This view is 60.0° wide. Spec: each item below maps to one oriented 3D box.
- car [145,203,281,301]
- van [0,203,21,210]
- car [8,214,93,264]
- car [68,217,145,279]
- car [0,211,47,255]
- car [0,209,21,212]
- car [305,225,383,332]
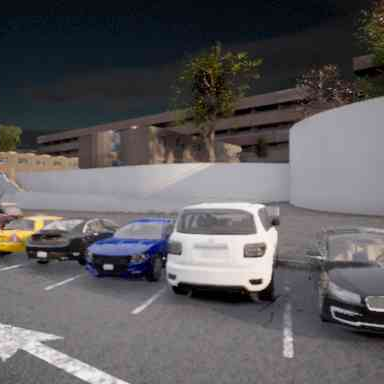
[{"bbox_3d":[1.070,1.294,8.757,2.435,2.045,5.566,-1,-1,16],"label":"car"},{"bbox_3d":[-11.098,1.547,17.276,1.878,1.987,4.442,0,-1,16],"label":"van"},{"bbox_3d":[-3.791,1.634,12.182,2.231,1.521,4.892,-1,-1,16],"label":"car"},{"bbox_3d":[-1.354,1.588,10.458,2.097,1.535,5.008,0,-1,16],"label":"car"},{"bbox_3d":[-6.166,1.680,14.099,1.946,1.575,5.366,-1,-1,16],"label":"car"},{"bbox_3d":[-8.636,1.757,15.680,2.163,1.488,4.792,-1,-1,16],"label":"car"},{"bbox_3d":[3.504,1.507,6.995,2.231,1.521,4.892,0,-1,15],"label":"car"}]
